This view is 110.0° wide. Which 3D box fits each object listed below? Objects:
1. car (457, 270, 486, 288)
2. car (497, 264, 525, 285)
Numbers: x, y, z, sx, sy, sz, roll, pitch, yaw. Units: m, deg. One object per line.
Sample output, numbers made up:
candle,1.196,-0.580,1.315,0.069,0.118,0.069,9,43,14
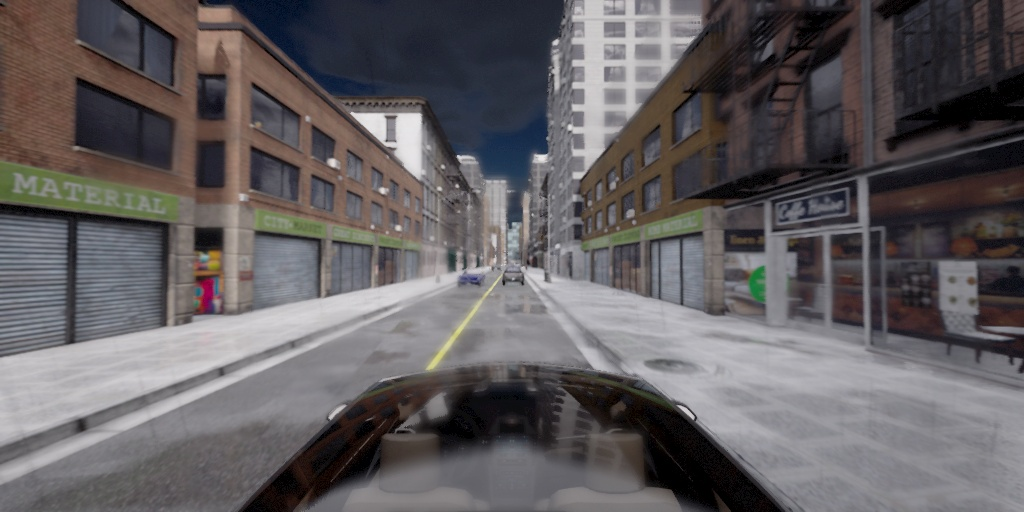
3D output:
car,-3.095,1.729,27.900,1.895,1.301,4.718,0,-1,0
car,0.106,1.664,30.800,2.128,1.511,4.902,0,-1,0
